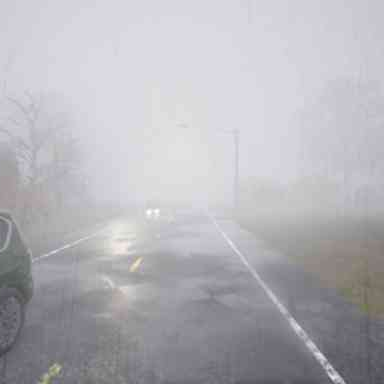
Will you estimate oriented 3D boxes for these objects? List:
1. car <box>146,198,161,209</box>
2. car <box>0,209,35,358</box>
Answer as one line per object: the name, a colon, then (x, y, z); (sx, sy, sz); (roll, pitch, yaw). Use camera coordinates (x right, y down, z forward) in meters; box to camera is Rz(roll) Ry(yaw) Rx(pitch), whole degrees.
car: (-5.414, 1.587, 46.781); (2.128, 1.511, 4.902); (0, 0, -7)
car: (-3.600, 1.232, 3.102); (2.150, 2.045, 5.566); (0, 0, 0)
